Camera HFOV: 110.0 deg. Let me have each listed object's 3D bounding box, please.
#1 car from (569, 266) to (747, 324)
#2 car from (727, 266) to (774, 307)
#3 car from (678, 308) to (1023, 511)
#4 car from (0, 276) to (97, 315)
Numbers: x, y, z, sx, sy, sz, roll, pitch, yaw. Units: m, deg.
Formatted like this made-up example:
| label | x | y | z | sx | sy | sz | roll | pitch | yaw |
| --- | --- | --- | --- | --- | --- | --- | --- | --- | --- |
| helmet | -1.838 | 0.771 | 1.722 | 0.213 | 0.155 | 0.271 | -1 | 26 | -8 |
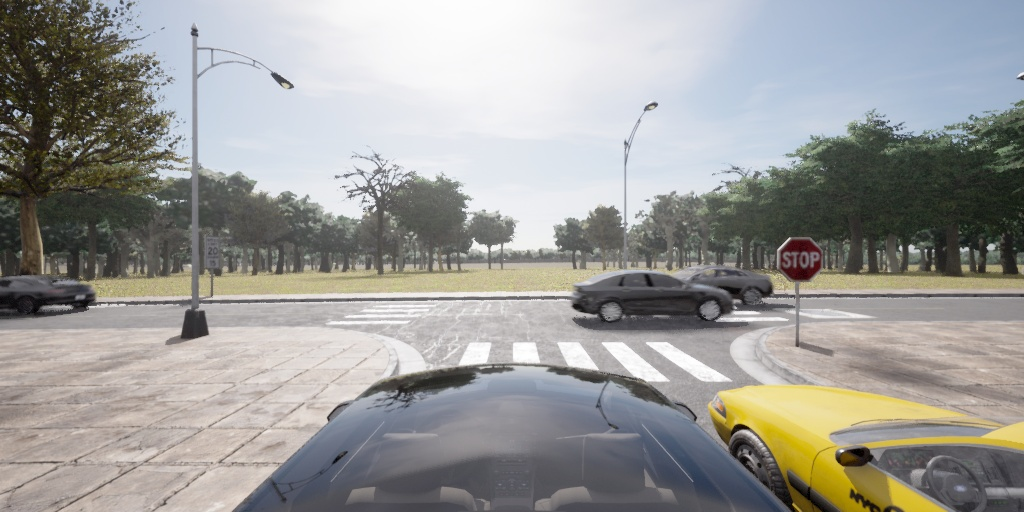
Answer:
| label | x | y | z | sx | sy | sz | roll | pitch | yaw |
| --- | --- | --- | --- | --- | --- | --- | --- | --- | --- |
| car | 4.271 | 1.201 | 11.296 | 4.892 | 1.490 | 1.837 | -1 | 0 | 0 |
| car | 7.559 | 1.143 | 14.225 | 4.902 | 1.511 | 2.128 | 0 | 0 | 0 |
| car | 2.636 | 1.275 | 1.347 | 1.751 | 1.417 | 4.829 | 0 | 0 | 0 |
| car | -19.666 | 1.535 | 14.448 | 4.674 | 1.442 | 1.812 | -1 | 0 | 0 |
